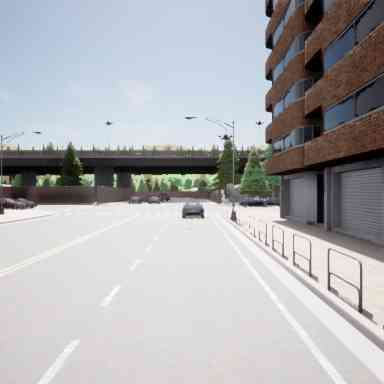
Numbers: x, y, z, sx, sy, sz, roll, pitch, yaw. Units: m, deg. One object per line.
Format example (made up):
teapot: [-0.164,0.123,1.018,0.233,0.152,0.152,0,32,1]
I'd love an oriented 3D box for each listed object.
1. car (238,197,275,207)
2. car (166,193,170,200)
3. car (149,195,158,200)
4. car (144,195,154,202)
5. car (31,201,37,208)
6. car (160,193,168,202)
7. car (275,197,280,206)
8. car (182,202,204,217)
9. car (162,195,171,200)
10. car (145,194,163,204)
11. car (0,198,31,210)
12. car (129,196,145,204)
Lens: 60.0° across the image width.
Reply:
car: [9.038,1.545,47.799,4.718,1.301,1.895,0,0,1]
car: [-7.004,1.225,82.165,2.150,2.045,5.566,0,0,0]
car: [-10.522,1.524,91.007,1.812,1.442,4.674,0,0,0]
car: [-10.504,1.524,80.682,1.812,1.442,4.674,0,0,0]
car: [-22.907,1.508,44.067,4.181,1.385,1.994,0,0,0]
car: [-7.004,1.540,72.070,2.033,1.411,5.357,0,0,0]
car: [12.216,1.492,51.147,5.357,1.411,2.033,0,0,2]
car: [0.094,1.564,30.837,1.994,1.385,4.181,0,0,0]
car: [-7.031,1.552,92.008,1.994,1.385,4.181,0,0,0]
car: [-7.061,1.564,62.841,1.994,1.385,4.181,0,0,0]
car: [-22.698,1.470,40.567,4.674,1.442,1.812,0,0,0]
car: [-10.559,1.525,62.244,1.812,1.442,4.674,0,0,0]
